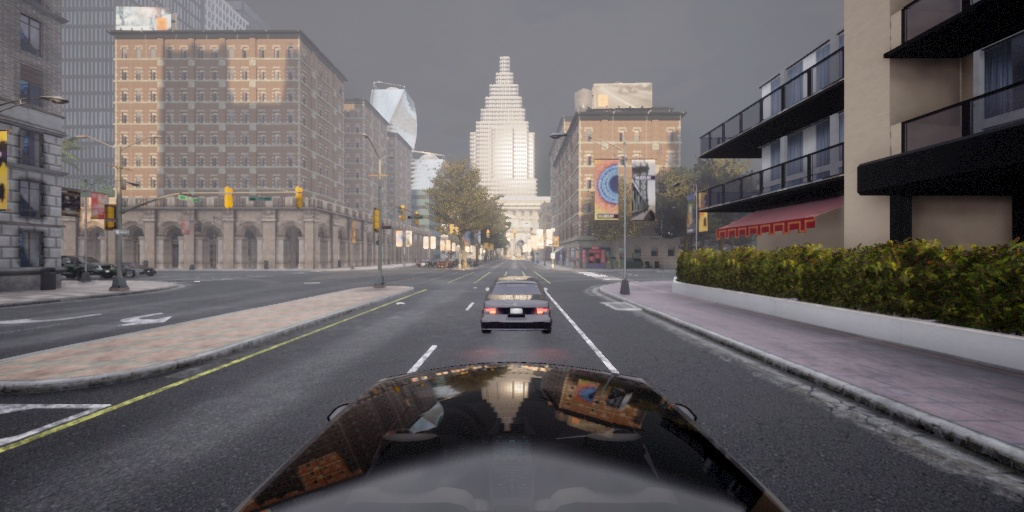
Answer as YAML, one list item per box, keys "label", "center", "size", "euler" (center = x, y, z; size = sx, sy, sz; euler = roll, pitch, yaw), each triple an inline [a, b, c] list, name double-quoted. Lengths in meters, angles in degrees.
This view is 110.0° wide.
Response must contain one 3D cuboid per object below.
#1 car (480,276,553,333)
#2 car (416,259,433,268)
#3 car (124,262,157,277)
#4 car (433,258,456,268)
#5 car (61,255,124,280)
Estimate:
- label: "car"
  center: [0.131, 1.297, 10.666]
  size: [2.033, 1.411, 5.357]
  euler: [0, 0, 1]
- label: "car"
  center: [-14.621, 1.238, 61.456]
  size: [2.128, 1.511, 4.902]
  euler: [0, 0, 1]
- label: "car"
  center: [-36.884, 1.312, 34.434]
  size: [4.181, 1.385, 1.994]
  euler: [0, 0, 0]
- label: "car"
  center: [-11.147, 1.099, 59.576]
  size: [2.097, 1.767, 4.553]
  euler: [0, 0, 1]
- label: "car"
  center: [-37.657, 0.970, 30.932]
  size: [5.566, 2.045, 2.150]
  euler: [0, 0, 0]
